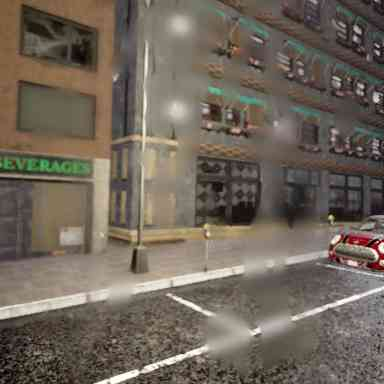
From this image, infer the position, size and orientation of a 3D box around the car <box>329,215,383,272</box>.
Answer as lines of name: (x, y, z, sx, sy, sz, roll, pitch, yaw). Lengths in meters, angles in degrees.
car: (6.123, 1.471, 10.437, 4.097, 1.590, 1.967, 0, 2, -35)
